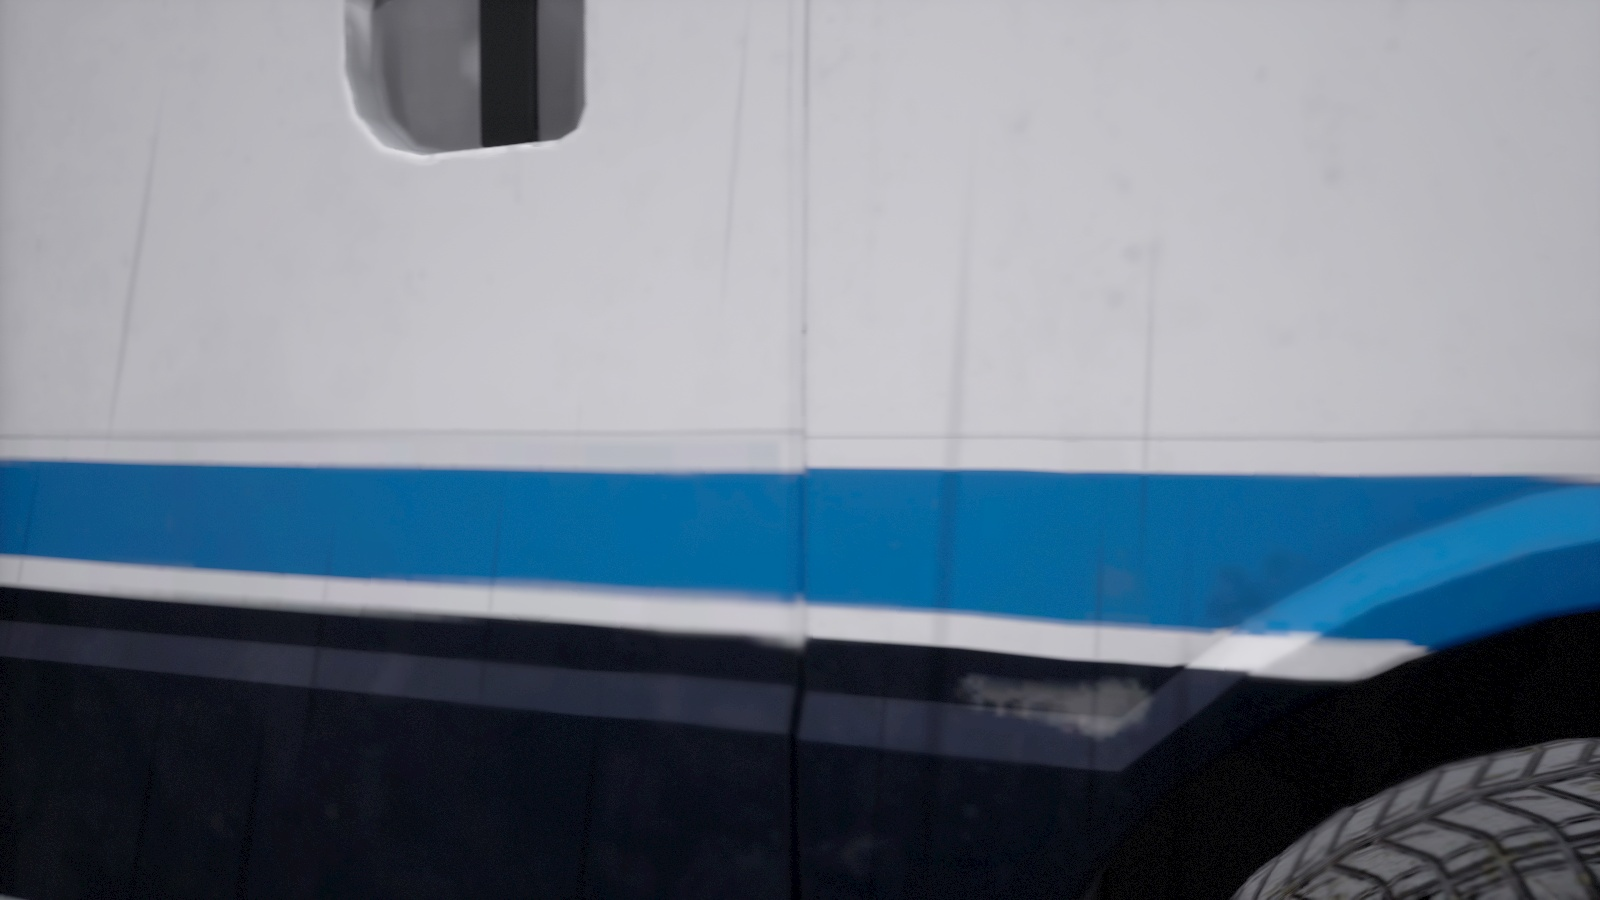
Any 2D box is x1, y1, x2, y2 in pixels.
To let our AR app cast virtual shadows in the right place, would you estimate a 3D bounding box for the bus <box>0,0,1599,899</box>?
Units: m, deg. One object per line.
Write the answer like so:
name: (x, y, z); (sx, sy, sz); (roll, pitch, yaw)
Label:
bus: (-1.321, -0.609, 3.563); (10.273, 4.253, 3.944); (1, 1, 24)
